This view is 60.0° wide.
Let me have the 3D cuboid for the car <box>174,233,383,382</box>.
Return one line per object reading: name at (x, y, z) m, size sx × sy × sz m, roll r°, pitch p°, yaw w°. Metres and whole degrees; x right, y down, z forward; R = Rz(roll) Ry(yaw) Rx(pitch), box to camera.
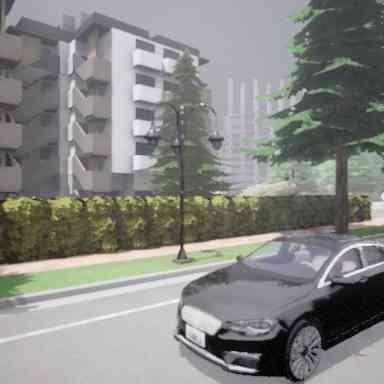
car at (1.995, 1.502, 5.553) m, size 4.902 × 1.511 × 2.128 m, roll 0°, pitch 0°, yaw -37°
